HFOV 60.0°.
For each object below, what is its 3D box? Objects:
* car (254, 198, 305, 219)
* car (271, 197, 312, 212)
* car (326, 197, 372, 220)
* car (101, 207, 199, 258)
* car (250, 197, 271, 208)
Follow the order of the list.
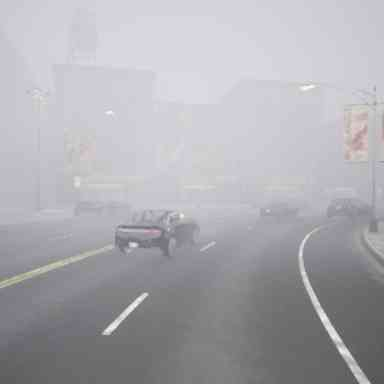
[{"bbox_3d":[7.310,1.424,27.499,1.994,1.385,4.181,1,0,42],"label":"car"},{"bbox_3d":[10.804,1.393,35.366,4.181,1.385,1.994,0,0,-34],"label":"car"},{"bbox_3d":[12.729,1.249,26.716,4.553,1.767,2.097,0,1,-41],"label":"car"},{"bbox_3d":[-1.103,1.400,12.537,2.128,1.511,4.902,0,0,17],"label":"car"},{"bbox_3d":[9.241,1.345,38.668,5.357,1.411,2.033,0,0,-34],"label":"car"}]
